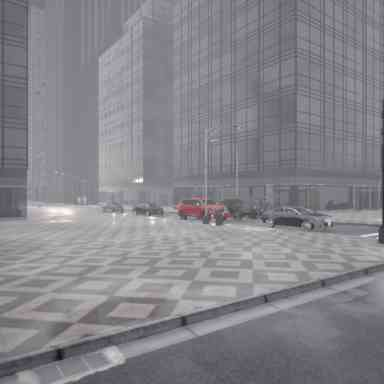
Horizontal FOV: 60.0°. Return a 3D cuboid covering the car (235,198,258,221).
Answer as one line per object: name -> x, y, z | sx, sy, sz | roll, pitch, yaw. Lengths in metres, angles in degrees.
car -> 3.962, 1.554, 31.206 | 2.150, 2.045, 5.566 | 0, -1, -35

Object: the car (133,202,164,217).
car -> -5.087, 1.980, 38.311 | 1.882, 1.535, 5.008 | 0, -1, -36

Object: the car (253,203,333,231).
car -> 6.793, 1.683, 21.924 | 2.128, 1.511, 4.902 | 0, -1, -36

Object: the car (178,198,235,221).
car -> 0.884, 1.568, 30.059 | 2.150, 2.045, 5.566 | 0, -1, -37

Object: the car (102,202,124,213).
car -> -11.172, 2.170, 46.778 | 1.837, 1.490, 4.892 | 0, -1, -35
